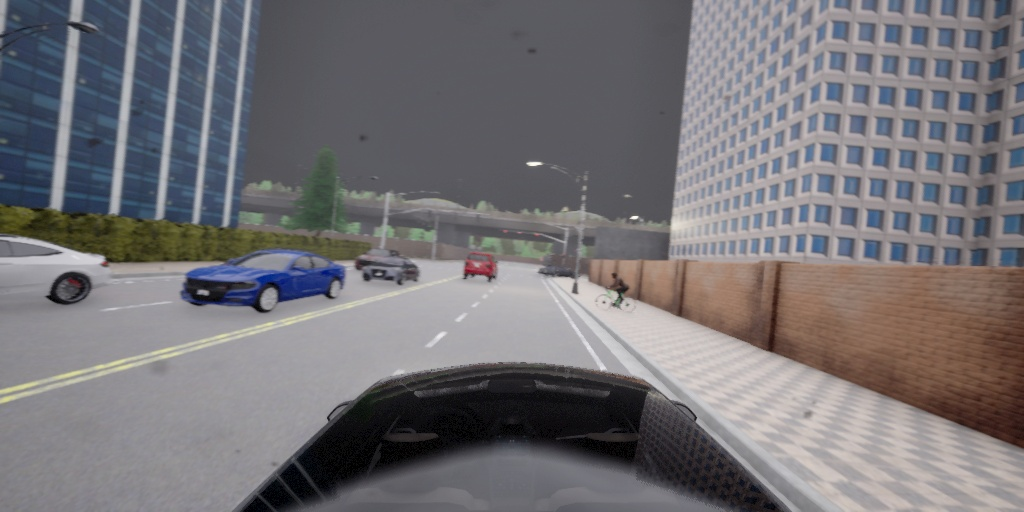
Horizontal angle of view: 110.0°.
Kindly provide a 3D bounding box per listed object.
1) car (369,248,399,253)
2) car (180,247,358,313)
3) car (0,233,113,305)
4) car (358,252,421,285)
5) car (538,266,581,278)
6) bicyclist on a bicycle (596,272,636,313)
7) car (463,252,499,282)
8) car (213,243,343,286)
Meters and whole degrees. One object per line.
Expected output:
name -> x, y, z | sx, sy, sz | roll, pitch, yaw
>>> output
car -> -9.587, 0.210, 26.258 | 2.097, 1.767, 4.553 | 6, 0, 3
car -> -6.820, 0.568, 10.561 | 1.882, 1.535, 5.008 | 6, 0, 3
car -> -10.465, 0.242, 6.566 | 1.812, 1.442, 4.674 | 6, 0, 4
car -> -6.432, 0.719, 19.547 | 1.994, 1.385, 4.181 | 6, 0, 3
car -> 5.893, 1.960, 44.198 | 5.357, 1.411, 2.033 | 5, 0, -28
bicyclist on a bicycle -> 4.324, 1.512, 14.829 | 1.656, 1.620, 0.582 | 6, 0, 2
car -> -2.361, 0.803, 27.963 | 2.150, 2.045, 5.566 | 6, 0, 2
car -> -10.071, 0.330, 16.145 | 2.033, 1.411, 5.357 | 6, 0, 3
